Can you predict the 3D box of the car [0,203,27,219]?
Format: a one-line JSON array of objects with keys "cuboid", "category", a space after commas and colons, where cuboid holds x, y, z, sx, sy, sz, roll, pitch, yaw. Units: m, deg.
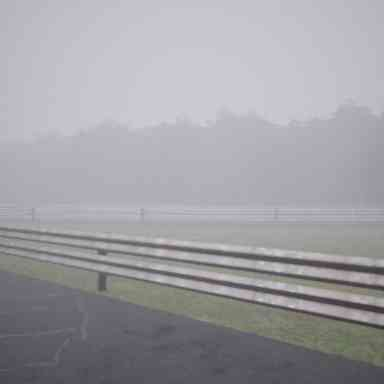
[{"cuboid": [-20.321, 2.020, 35.713, 5.366, 1.575, 1.801, -1, 0, 18], "category": "car"}]
